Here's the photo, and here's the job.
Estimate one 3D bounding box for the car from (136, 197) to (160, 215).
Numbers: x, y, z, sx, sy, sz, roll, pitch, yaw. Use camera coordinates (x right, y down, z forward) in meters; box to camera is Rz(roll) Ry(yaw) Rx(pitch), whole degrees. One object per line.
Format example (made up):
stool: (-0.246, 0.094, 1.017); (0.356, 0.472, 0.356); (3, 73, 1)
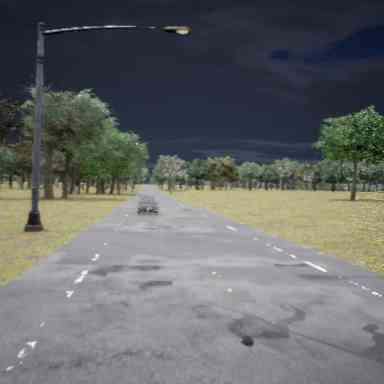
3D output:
car: (-4.081, 1.255, 30.857); (1.837, 1.490, 4.892); (2, 0, -8)
